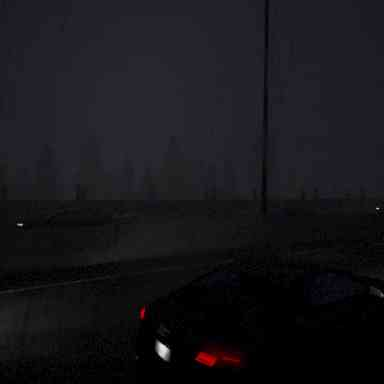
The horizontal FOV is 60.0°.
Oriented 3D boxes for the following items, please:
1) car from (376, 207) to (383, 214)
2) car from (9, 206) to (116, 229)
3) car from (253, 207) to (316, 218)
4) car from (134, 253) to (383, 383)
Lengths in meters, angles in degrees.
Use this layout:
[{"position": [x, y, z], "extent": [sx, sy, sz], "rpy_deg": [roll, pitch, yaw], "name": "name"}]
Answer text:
[{"position": [20.238, 1.709, 32.050], "extent": [4.718, 1.301, 1.895], "rpy_deg": [0, 0, -15], "name": "car"}, {"position": [-6.218, 1.447, 16.397], "extent": [4.902, 1.511, 2.128], "rpy_deg": [0, 0, -32], "name": "car"}, {"position": [5.231, 1.576, 18.809], "extent": [4.181, 1.385, 1.994], "rpy_deg": [0, 0, -26], "name": "car"}, {"position": [1.377, 1.562, 4.440], "extent": [4.181, 1.385, 1.994], "rpy_deg": [0, 0, -33], "name": "car"}]
